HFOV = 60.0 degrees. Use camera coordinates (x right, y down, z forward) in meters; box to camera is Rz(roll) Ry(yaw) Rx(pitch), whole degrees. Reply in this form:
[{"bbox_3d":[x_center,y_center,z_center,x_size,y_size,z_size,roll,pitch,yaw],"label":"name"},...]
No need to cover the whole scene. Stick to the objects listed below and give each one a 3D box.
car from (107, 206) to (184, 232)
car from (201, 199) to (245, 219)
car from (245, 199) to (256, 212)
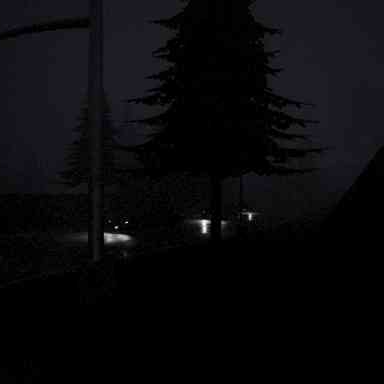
[{"bbox_3d":[-2.629,1.547,20.380,2.033,1.411,5.357,0,0,35],"label":"car"},{"bbox_3d":[2.691,1.547,29.248,2.033,1.411,5.357,0,0,26],"label":"car"},{"bbox_3d":[6.459,1.547,38.985,2.033,1.411,5.357,0,0,16],"label":"car"}]
